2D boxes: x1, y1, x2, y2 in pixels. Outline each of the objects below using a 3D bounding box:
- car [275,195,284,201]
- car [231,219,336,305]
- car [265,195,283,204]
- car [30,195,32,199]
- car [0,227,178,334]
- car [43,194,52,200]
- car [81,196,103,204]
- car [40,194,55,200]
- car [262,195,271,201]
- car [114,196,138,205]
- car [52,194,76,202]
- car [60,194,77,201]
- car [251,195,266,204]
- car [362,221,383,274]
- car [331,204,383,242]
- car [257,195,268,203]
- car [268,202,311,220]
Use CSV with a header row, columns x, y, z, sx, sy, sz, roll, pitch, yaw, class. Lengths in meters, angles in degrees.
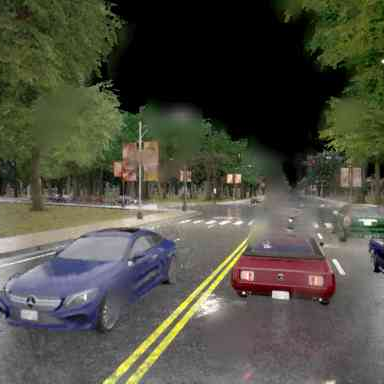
x,y,z,sx,sy,sz,roll,pitch,yaw,class
21.707,1.489,82.276,1.882,1.535,5.008,0,0,17,car
2.270,1.601,8.215,1.895,1.301,4.718,0,0,17,car
15.546,1.554,62.574,2.033,1.411,5.357,0,0,18,car
-39.247,1.253,83.046,4.181,1.385,1.994,0,0,40,car
-1.690,1.526,7.058,1.812,1.442,4.674,0,0,17,car
-31.653,1.259,76.620,4.674,1.442,1.812,0,0,40,car
-18.268,1.423,60.973,4.718,1.301,1.895,0,0,41,car
-37.146,1.253,85.526,4.181,1.385,1.994,0,0,40,car
18.487,1.535,82.863,1.812,1.442,4.674,0,0,17,car
-10.847,1.361,54.682,4.902,1.511,2.128,0,0,41,car
-26.003,1.300,67.583,4.674,1.442,1.812,0,0,40,car
-29.273,1.260,78.865,4.674,1.442,1.812,0,0,40,car
12.473,1.554,63.623,2.033,1.411,5.357,0,0,18,car
5.477,1.601,7.599,1.895,1.301,4.718,0,0,17,car
8.098,1.352,16.198,2.097,1.767,4.553,0,0,17,car
15.442,1.486,73.059,1.882,1.535,5.008,0,0,17,car
4.964,1.505,17.073,1.837,1.490,4.892,0,0,17,car
